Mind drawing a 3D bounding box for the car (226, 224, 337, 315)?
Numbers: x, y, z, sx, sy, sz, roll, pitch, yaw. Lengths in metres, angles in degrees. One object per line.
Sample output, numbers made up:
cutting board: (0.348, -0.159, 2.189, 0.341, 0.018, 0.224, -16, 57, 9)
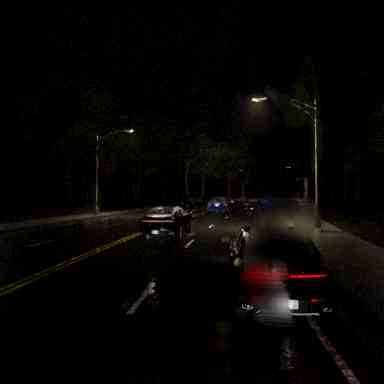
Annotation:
car: (1.764, 1.499, 7.591, 1.837, 1.490, 4.892, 0, 0, 6)

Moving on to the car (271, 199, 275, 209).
car: (9.645, 1.411, 43.550, 1.994, 1.385, 4.181, -1, 0, 19)

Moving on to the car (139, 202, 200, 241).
car: (-1.153, 1.476, 16.621, 2.128, 1.511, 4.902, 0, 0, 10)

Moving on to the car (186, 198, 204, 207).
car: (0.103, 1.540, 46.115, 1.895, 1.301, 4.718, -1, 0, 19)

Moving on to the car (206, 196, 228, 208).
car: (3.551, 1.410, 46.149, 1.837, 1.490, 4.892, -1, 0, 19)

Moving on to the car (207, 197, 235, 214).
car: (3.039, 1.270, 33.596, 2.097, 1.767, 4.553, 0, 0, 18)

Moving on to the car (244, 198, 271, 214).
car: (6.503, 1.374, 34.045, 2.128, 1.511, 4.902, -1, 0, 19)
